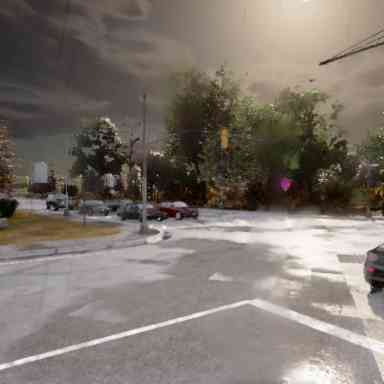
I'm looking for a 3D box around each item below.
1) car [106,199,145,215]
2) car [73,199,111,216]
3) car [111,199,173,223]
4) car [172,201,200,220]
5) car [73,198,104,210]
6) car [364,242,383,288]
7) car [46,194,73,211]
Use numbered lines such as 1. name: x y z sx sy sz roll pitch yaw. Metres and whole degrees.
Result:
1. car: -7.239 1.513 35.736 2.128 1.511 4.902 0 0 -39
2. car: -9.973 1.521 33.550 1.837 1.490 4.892 0 0 -39
3. car: -4.063 1.565 26.174 2.033 1.411 5.357 0 0 -39
4. car: -1.390 1.500 28.438 1.882 1.535 5.008 0 0 -39
5. car: -13.683 1.568 43.787 2.033 1.411 5.357 0 0 -39
6. car: 5.922 1.539 7.966 4.674 1.442 1.812 0 0 -35
7. car: -16.599 1.236 41.828 2.150 2.045 5.566 0 0 -39
